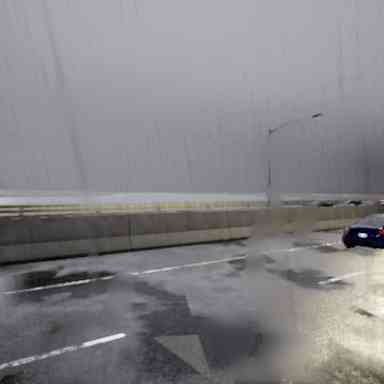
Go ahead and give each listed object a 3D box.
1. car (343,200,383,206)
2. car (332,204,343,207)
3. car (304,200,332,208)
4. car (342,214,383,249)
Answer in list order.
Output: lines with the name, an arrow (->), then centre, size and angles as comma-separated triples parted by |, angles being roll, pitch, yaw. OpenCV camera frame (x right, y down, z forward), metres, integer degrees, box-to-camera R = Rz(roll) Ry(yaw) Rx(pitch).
car -> 18.127, 1.672, 33.842 | 5.357, 1.411, 2.033 | 0, 0, -35
car -> 18.658, 1.662, 38.453 | 4.674, 1.442, 1.812 | 0, 0, -35
car -> 15.525, 1.696, 40.541 | 4.181, 1.385, 1.994 | 0, 0, -35
car -> 8.127, 1.617, 13.785 | 4.181, 1.385, 1.994 | 0, 0, -35
